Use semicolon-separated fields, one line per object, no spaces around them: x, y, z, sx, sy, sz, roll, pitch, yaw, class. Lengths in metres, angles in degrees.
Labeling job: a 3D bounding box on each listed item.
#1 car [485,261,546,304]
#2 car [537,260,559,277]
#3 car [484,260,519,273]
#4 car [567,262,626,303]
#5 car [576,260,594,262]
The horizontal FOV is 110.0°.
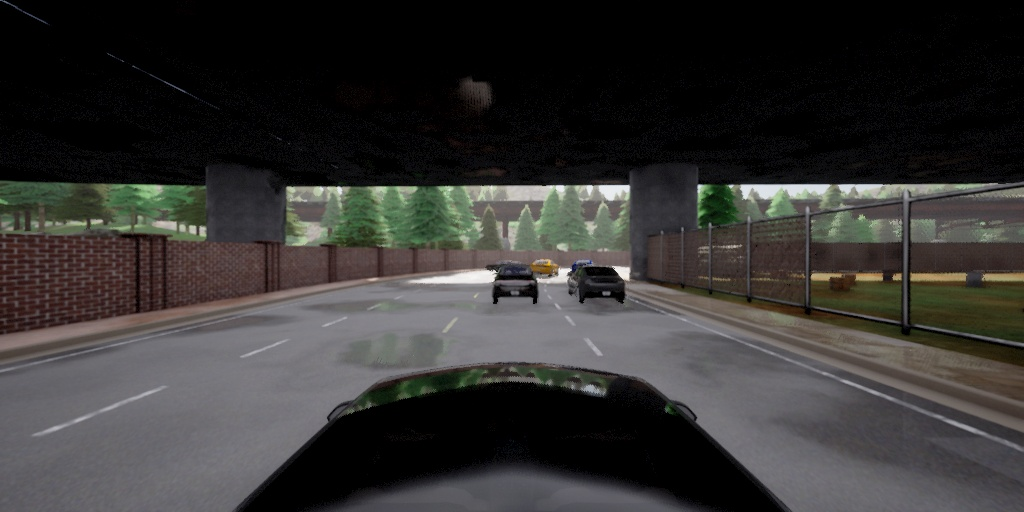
0.172;1.168;15.953;2.128;1.511;4.902;0;0;1;car
3.051;1.068;32.928;1.882;1.535;5.008;0;0;18;car
-1.127;1.147;41.574;1.895;1.301;4.718;0;0;30;car
3.672;1.181;16.153;1.837;1.490;4.892;0;0;1;car
6.722;1.069;32.847;1.882;1.535;5.008;0;0;20;car
